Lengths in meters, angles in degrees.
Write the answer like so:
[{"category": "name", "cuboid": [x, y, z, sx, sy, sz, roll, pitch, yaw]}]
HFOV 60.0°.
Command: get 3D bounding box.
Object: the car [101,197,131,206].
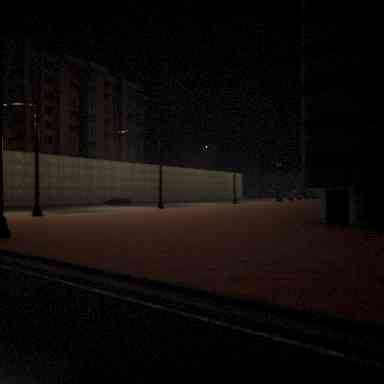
[{"category": "car", "cuboid": [-12.884, 1.591, 57.035, 2.033, 1.411, 5.357, 0, 0, 36]}]
